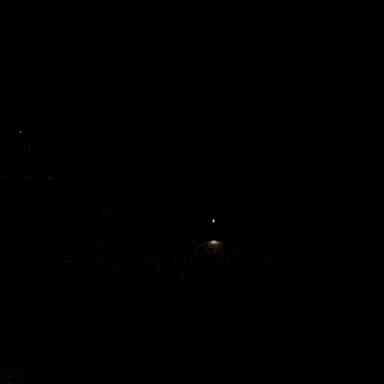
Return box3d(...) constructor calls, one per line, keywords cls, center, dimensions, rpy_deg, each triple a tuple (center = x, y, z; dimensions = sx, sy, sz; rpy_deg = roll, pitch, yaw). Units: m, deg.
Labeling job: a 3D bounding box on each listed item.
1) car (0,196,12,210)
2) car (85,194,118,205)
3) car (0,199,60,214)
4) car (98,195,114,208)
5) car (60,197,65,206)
box3d(cls="car", center=(-22.385, 1.231, 35.954), dimensions=(1.752, 1.417, 4.829), rpy_deg=(2, 2, 35))
box3d(cls="car", center=(-13.235, 1.081, 48.807), dimensions=(1.947, 1.339, 4.313), rpy_deg=(2, 2, 35))
box3d(cls="car", center=(-15.240, 1.340, 31.292), dimensions=(2.008, 1.369, 4.403), rpy_deg=(2, 2, 35))
box3d(cls="car", center=(-9.002, 1.243, 40.054), dimensions=(1.802, 1.307, 4.206), rpy_deg=(2, 2, 35))
box3d(cls="car", center=(-16.251, 1.130, 44.569), dimensions=(2.008, 1.369, 4.403), rpy_deg=(2, 2, 35))
